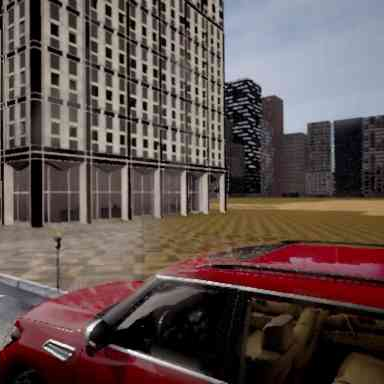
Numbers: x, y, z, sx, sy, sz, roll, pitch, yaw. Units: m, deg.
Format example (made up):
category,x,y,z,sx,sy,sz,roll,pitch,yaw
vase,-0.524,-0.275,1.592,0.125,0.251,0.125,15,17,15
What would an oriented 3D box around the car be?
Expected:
category,x,y,z,sx,sy,sz,roll,pitch,yaw
car,0.592,1.320,2.458,5.009,1.841,2.192,-1,-1,35
